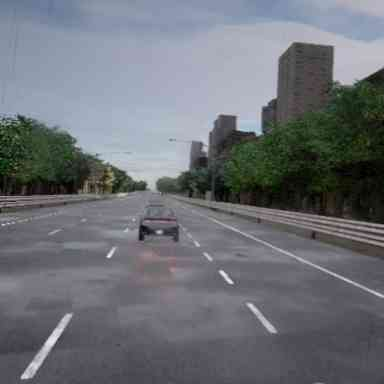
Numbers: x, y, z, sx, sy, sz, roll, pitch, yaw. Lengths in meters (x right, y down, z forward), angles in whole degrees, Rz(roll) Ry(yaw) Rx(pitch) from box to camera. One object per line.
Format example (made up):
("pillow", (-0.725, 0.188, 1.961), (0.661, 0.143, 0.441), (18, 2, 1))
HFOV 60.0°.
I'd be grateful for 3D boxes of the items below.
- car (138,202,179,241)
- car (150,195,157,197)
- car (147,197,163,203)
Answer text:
("car", (-1.700, 1.538, 16.947), (2.128, 1.511, 4.902), (3, 0, -7))
("car", (-5.613, 1.650, 49.853), (1.837, 1.490, 4.892), (3, -1, -7))
("car", (-3.487, 1.572, 31.977), (2.128, 1.511, 4.902), (3, 0, -7))
